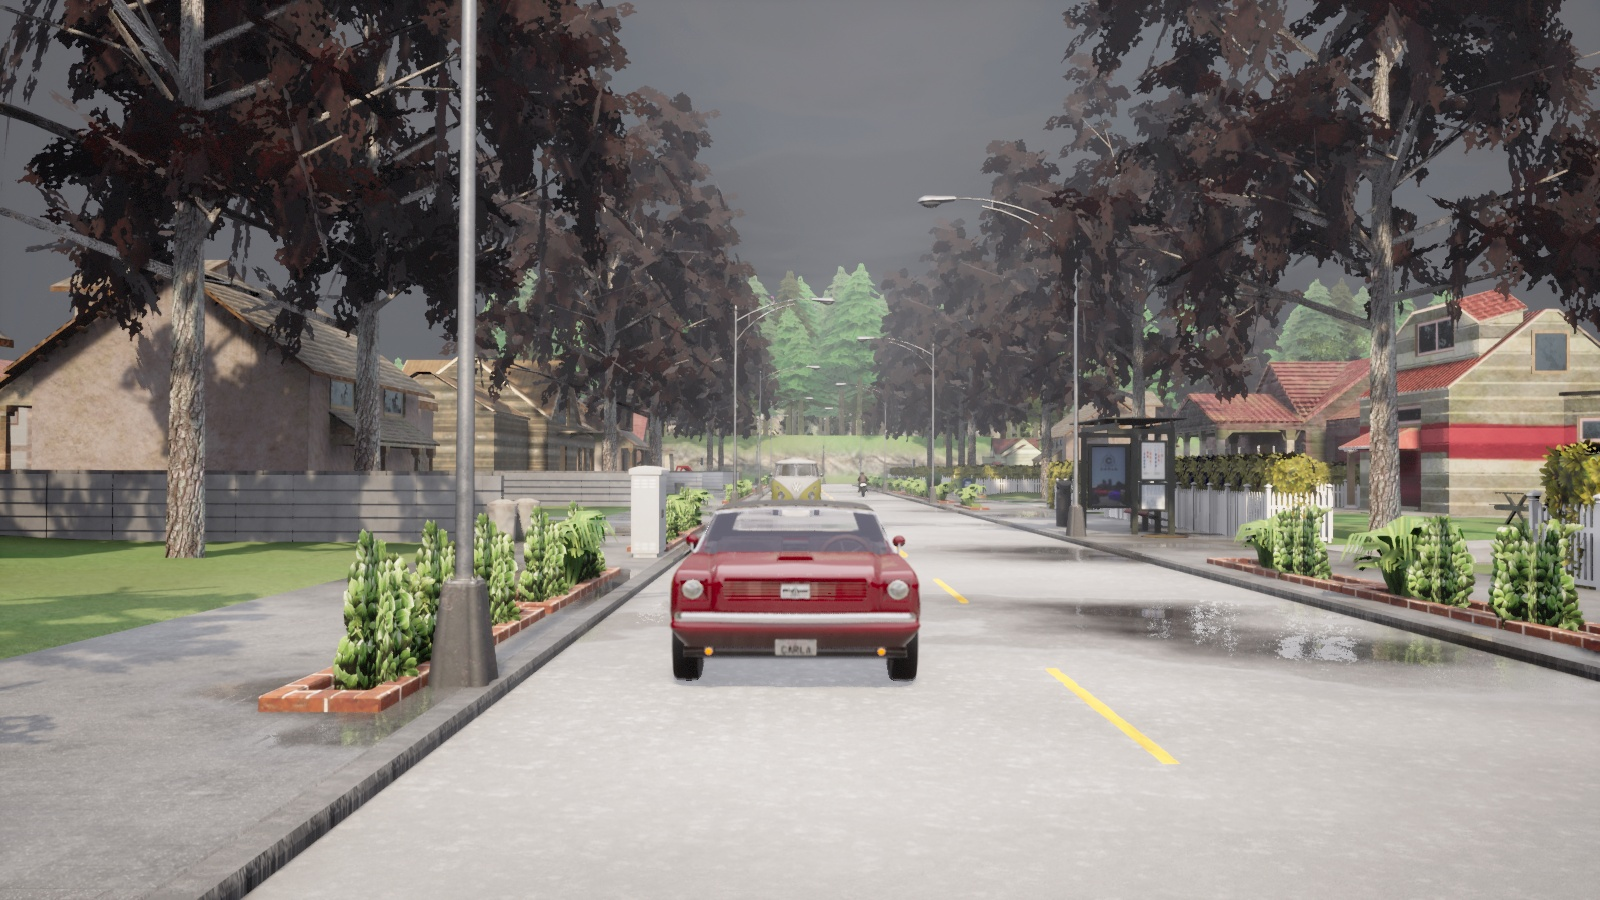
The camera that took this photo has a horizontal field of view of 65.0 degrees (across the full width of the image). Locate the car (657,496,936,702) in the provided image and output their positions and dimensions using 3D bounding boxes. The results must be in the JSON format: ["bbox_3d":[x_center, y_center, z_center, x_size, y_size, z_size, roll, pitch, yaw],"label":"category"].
[{"bbox_3d":[-0.030,1.098,10.897,1.895,1.301,4.718,0,-1,0],"label":"car"}]

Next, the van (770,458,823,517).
[{"bbox_3d":[-0.122,1.317,44.742,1.775,1.987,4.442,0,-1,0],"label":"van"}]
